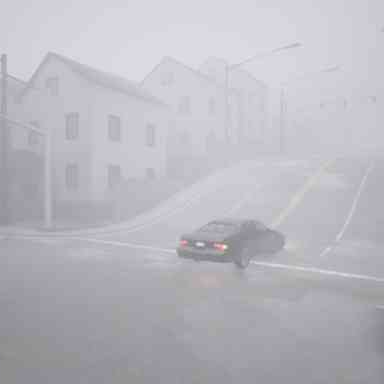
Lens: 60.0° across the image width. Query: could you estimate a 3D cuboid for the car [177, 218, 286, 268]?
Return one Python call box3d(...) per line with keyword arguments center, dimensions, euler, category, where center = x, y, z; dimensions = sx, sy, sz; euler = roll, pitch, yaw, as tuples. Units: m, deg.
box3d(center=(1.646, 1.629, 11.775), dimensions=(2.033, 1.411, 5.357), euler=(0, -1, 34), category="car")
